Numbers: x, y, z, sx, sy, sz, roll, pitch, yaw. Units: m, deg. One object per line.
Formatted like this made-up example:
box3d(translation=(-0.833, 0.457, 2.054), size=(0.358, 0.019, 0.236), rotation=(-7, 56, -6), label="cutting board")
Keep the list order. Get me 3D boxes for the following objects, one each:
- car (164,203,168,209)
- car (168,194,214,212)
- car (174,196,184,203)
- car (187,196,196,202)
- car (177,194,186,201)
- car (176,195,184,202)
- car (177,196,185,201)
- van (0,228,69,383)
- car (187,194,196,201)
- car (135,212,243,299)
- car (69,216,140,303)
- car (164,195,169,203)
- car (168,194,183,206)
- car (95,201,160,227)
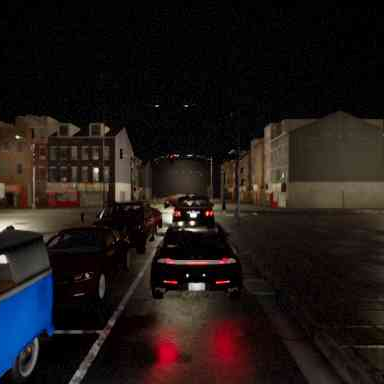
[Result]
box3d(translation=(-2.672, 1.538, 19.071), size=(1.887, 1.381, 4.507), rotation=(0, 0, 0), label="car")
box3d(translation=(0.072, 1.215, 18.592), size=(2.150, 2.045, 5.566), rotation=(0, 0, 0), label="car")
box3d(translation=(-2.755, 1.575, 72.615), size=(2.008, 1.369, 4.403), rotation=(0, 0, 0), label="car")
box3d(translation=(-0.117, 1.616, 76.228), size=(1.895, 1.301, 4.718), rotation=(0, 0, 0), label="car")
box3d(translation=(-2.782, 1.362, 88.896), size=(2.192, 1.841, 5.009), rotation=(0, 0, 0), label="car")
box3d(translation=(-2.763, 1.556, 77.872), size=(1.752, 1.417, 4.829), rotation=(0, 0, 0), label="car")
box3d(translation=(-2.771, 1.605, 83.469), size=(1.947, 1.339, 4.313), rotation=(0, 0, 0), label="car")
box3d(translation=(-2.648, 1.340, 2.769), size=(1.690, 1.788, 3.998), rotation=(0, 0, 0), label="van")
box3d(translation=(-0.132, 1.401, 86.201), size=(2.128, 1.511, 4.902), rotation=(0, 0, 0), label="car")
box3d(translation=(0.086, 1.487, 8.400), size=(2.128, 1.511, 4.902), rotation=(0, 0, 0), label="car")
box3d(translation=(-2.655, 1.541, 8.203), size=(1.887, 1.381, 4.507), rotation=(0, 0, 0), label="car")
box3d(translation=(-2.714, 1.314, 45.480), size=(2.192, 1.841, 5.009), rotation=(0, 0, 0), label="car")
box3d(translation=(-2.731, 1.321, 56.334), size=(2.192, 1.841, 5.009), rotation=(0, 0, 0), label="car")
box3d(translation=(-2.665, 1.309, 13.637), size=(2.192, 1.841, 5.009), rotation=(0, 0, 0), label="car")
